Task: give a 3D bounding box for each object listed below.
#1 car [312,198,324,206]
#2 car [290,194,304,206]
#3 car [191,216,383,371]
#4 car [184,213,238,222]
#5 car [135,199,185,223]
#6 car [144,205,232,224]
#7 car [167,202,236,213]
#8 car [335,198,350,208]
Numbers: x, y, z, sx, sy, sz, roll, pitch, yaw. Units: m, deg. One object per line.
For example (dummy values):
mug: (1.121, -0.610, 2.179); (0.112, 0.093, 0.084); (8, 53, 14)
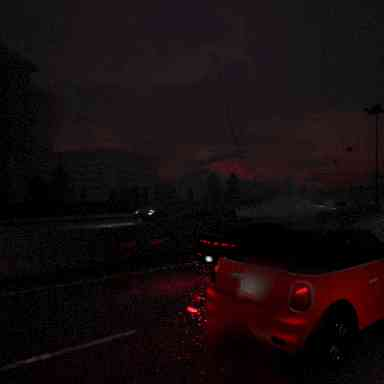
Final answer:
car: (22.382, 1.785, 59.219); (1.994, 1.385, 4.181); (0, 0, 19)
car: (19.043, 1.471, 60.248); (2.150, 2.045, 5.566); (0, 0, 19)
car: (2.454, 1.362, 5.985); (4.553, 1.767, 2.097); (0, 0, -39)
car: (2.303, 1.528, 10.350); (4.892, 1.490, 1.837); (0, 0, -40)
car: (-2.150, 1.440, 25.536); (2.097, 1.767, 4.553); (0, 0, 44)
car: (-0.137, 1.616, 17.801); (4.181, 1.385, 1.994); (0, 0, -43)
car: (1.060, 1.623, 23.697); (2.033, 1.411, 5.357); (0, 0, 44)
car: (23.056, 1.641, 51.134); (1.882, 1.535, 5.008); (0, 0, 23)
